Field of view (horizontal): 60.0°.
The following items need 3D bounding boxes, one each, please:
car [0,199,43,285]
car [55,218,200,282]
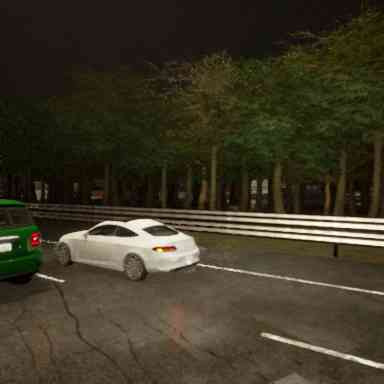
[{"bbox_3d":[-5.914,1.170,8.040,5.566,2.045,2.150,0,0,34],"label":"car"},{"bbox_3d":[-1.969,1.485,9.572,4.674,1.442,1.812,0,0,35],"label":"car"}]
